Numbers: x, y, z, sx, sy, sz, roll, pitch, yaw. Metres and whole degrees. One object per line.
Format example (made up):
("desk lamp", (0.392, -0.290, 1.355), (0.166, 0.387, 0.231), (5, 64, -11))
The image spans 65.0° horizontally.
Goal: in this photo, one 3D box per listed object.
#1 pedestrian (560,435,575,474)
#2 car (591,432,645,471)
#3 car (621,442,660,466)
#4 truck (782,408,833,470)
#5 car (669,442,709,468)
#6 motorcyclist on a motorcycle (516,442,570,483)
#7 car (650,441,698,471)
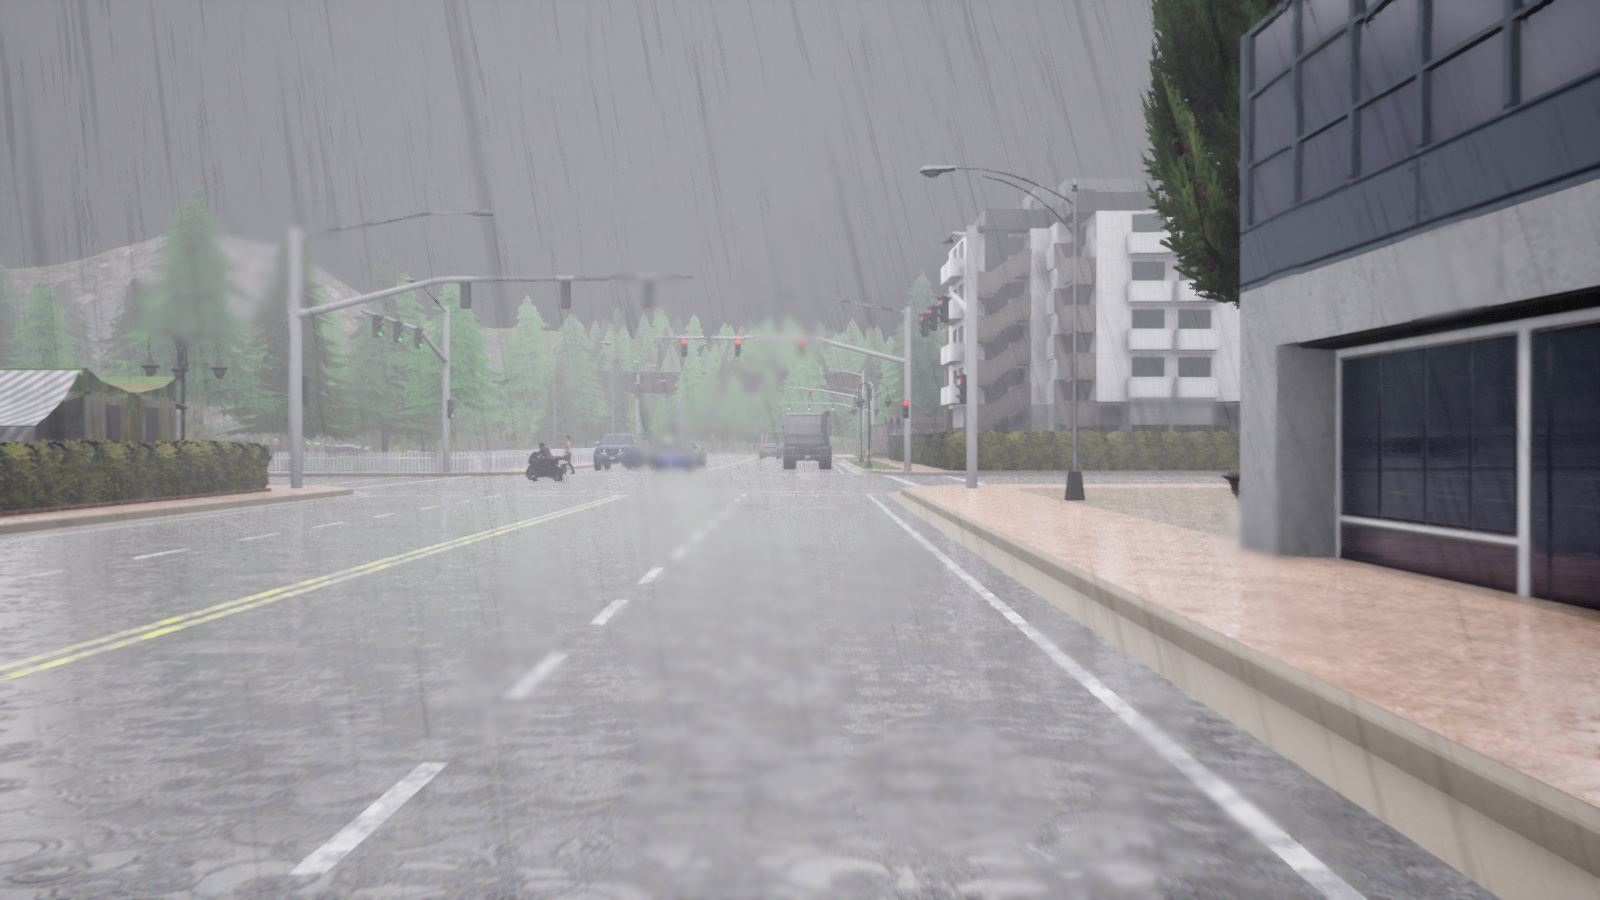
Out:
("pedestrian", (-10.799, 0.207, 58.368), (0.594, 1.836, 0.345), (0, 0, 2))
("car", (-10.089, 0.063, 70.049), (2.150, 2.045, 5.566), (0, 0, 0))
("car", (-10.036, 0.258, 79.175), (1.970, 1.475, 3.806), (0, 0, 0))
("truck", (0.439, -0.655, 74.561), (2.891, 3.462, 7.936), (0, 0, 0))
("car", (-6.561, 0.286, 74.640), (1.970, 1.475, 3.806), (0, 0, 1))
("motorcyclist on a motorcycle", (-9.798, 0.451, 47.824), (2.044, 1.523, 0.797), (0, 2, 35))
("car", (-6.608, 0.315, 66.261), (2.007, 1.525, 4.514), (0, 0, 0))
